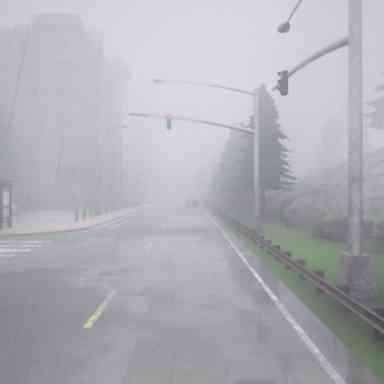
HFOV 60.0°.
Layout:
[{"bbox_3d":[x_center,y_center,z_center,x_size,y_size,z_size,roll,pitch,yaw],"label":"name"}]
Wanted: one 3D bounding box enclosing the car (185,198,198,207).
[{"bbox_3d":[-0.040,1.594,50.681,1.994,1.385,4.181,0,0,0],"label":"car"}]
